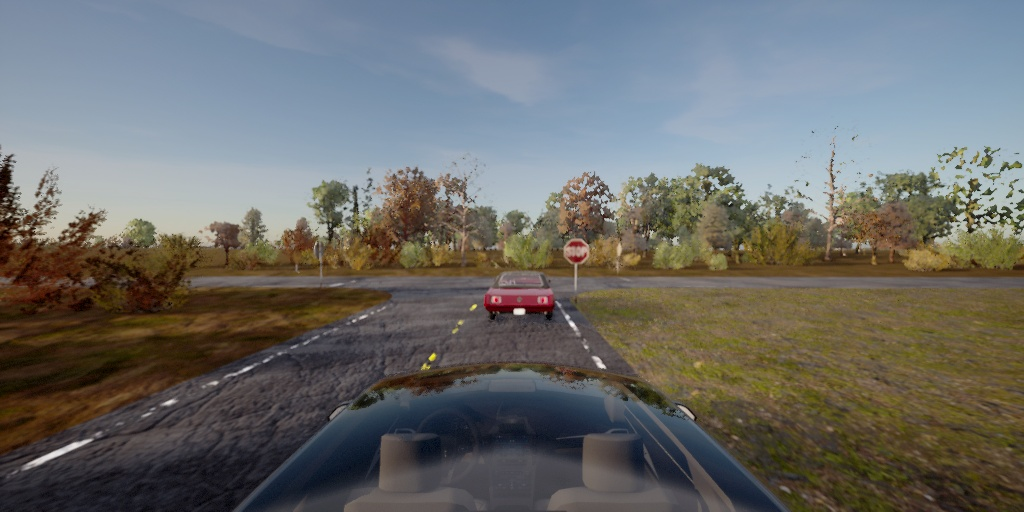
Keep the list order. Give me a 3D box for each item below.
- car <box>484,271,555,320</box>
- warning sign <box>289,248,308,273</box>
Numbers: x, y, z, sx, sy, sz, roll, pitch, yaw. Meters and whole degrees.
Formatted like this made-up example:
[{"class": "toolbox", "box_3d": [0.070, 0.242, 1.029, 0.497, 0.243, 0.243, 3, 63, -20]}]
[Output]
[{"class": "car", "box_3d": [0.332, 1.127, 11.598, 1.895, 1.301, 4.718, 0, 1, 4]}, {"class": "warning sign", "box_3d": [-15.790, 0.327, 26.319, 1.060, 1.860, 1.300, 0, 0, 1]}]
